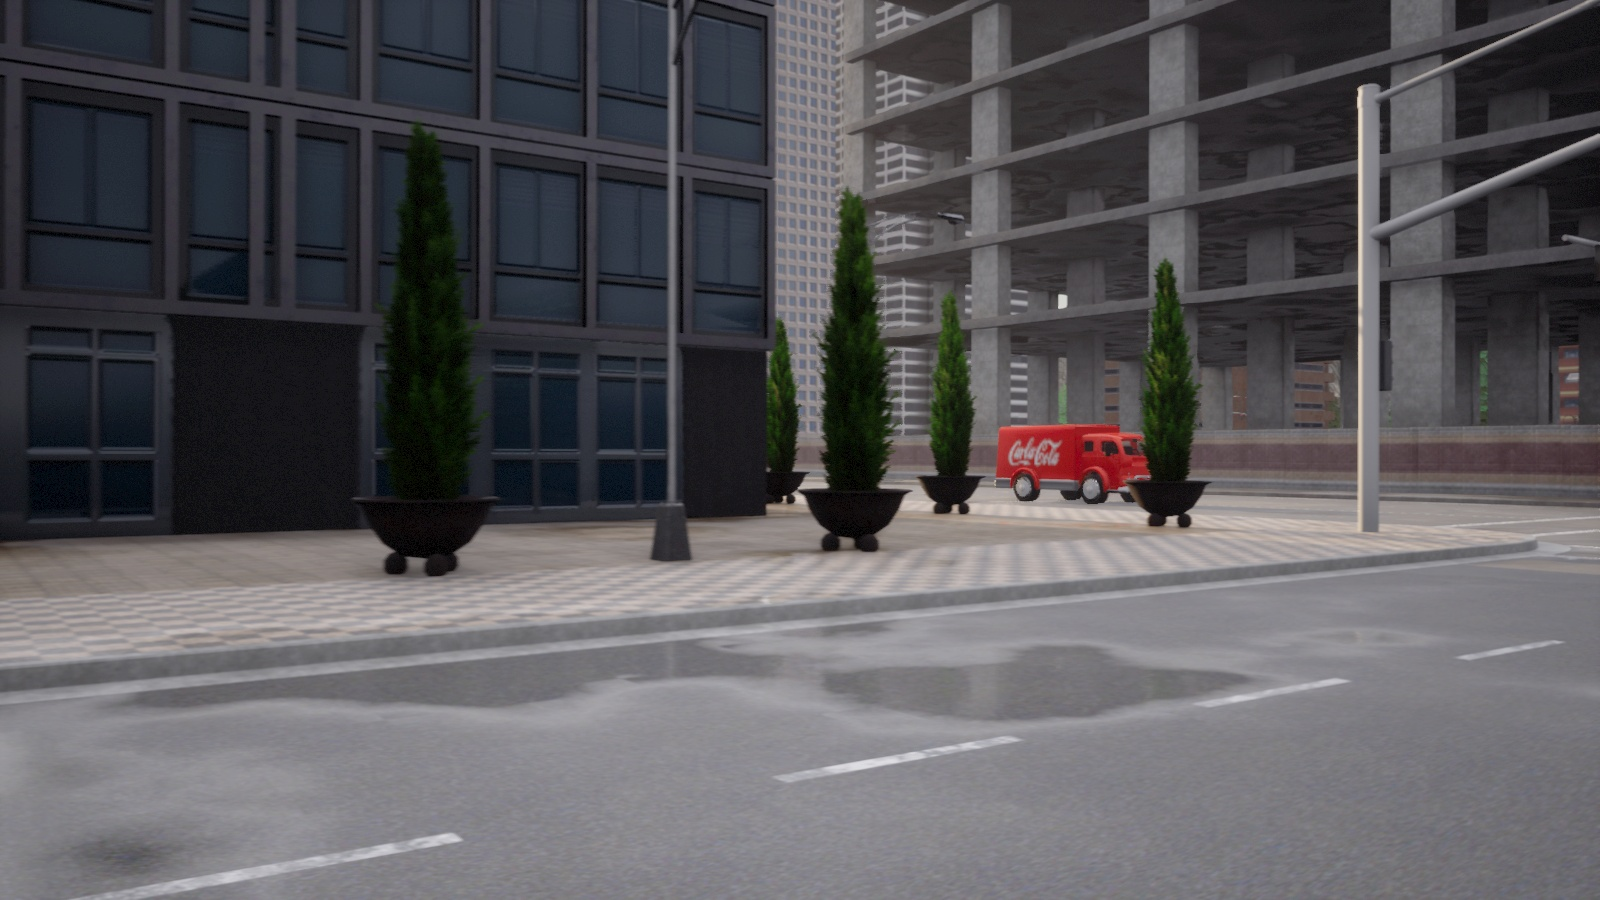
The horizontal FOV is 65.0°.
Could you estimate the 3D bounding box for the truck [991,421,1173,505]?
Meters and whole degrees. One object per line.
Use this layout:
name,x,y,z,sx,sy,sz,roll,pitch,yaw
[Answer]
truck,8.838,0.392,39.803,2.627,2.467,5.204,0,0,-35
